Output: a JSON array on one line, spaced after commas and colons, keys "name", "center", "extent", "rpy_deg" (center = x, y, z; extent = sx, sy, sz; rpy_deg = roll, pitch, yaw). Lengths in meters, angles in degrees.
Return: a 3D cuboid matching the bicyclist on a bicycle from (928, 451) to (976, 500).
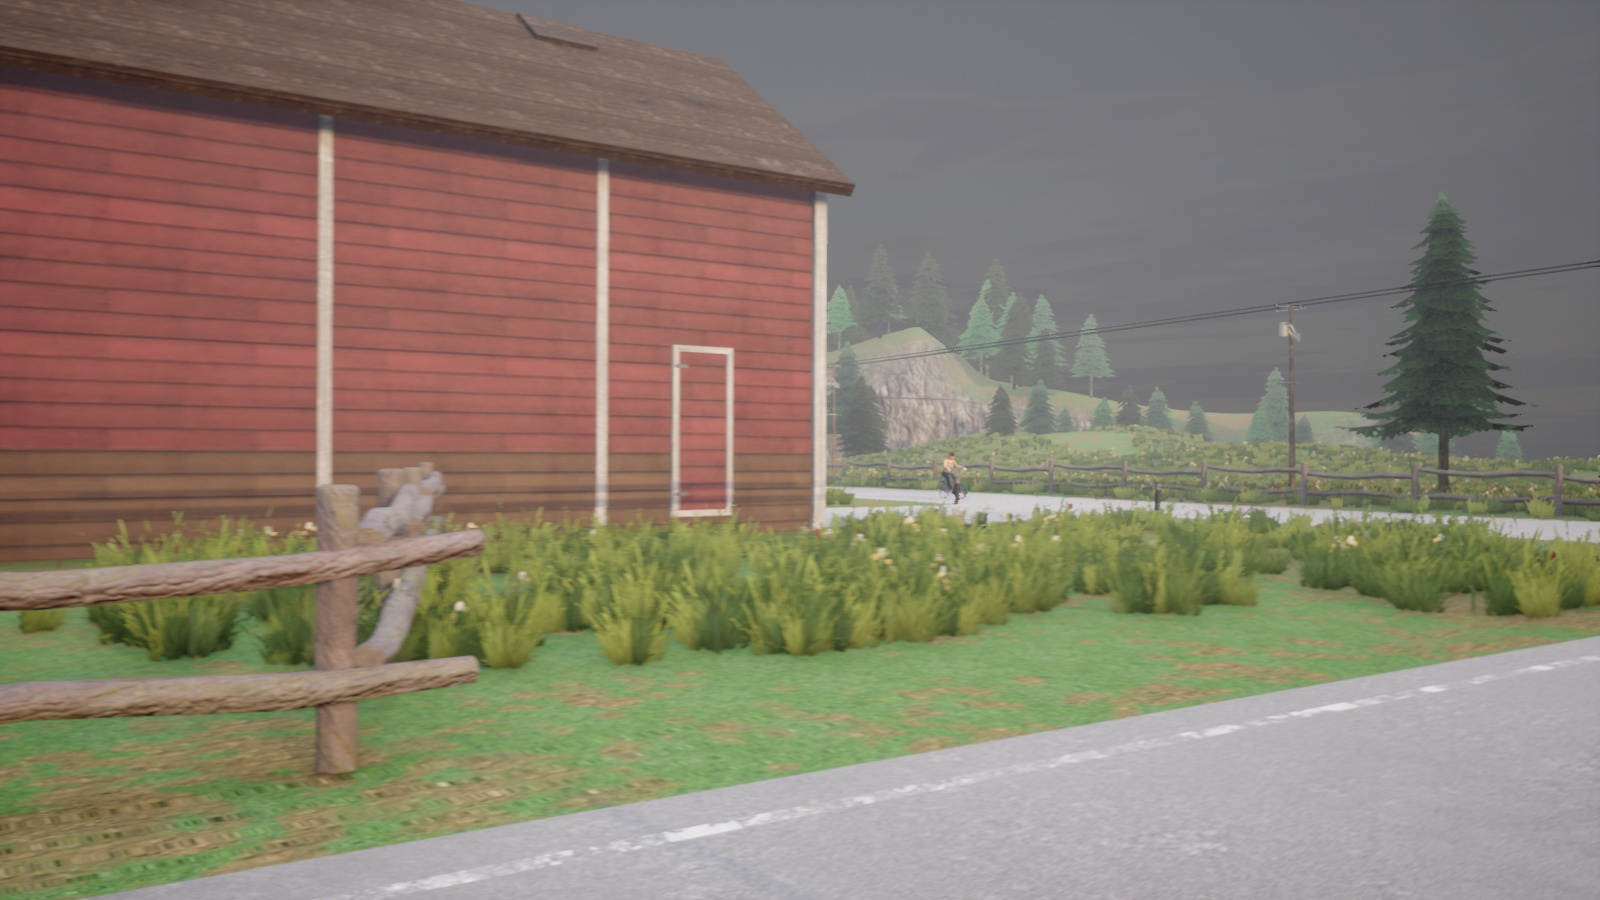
[{"name": "bicyclist on a bicycle", "center": [5.088, 0.847, 42.008], "extent": [0.866, 1.612, 1.509], "rpy_deg": [0, 0, -29]}]
